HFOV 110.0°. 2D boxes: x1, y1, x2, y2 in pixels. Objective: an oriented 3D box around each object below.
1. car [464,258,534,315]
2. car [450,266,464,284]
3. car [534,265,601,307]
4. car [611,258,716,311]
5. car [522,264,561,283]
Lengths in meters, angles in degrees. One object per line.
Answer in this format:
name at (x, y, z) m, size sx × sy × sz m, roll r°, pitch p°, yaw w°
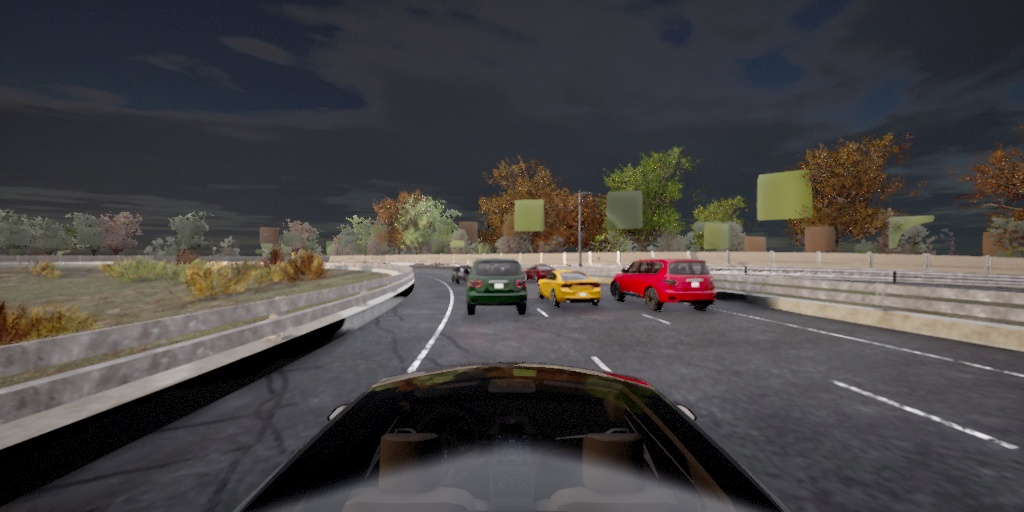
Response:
car at (-0.758, 1.111, 14.613) m, size 2.150 × 2.045 × 5.566 m, roll 0°, pitch 0°, yaw -7°
car at (-4.077, 1.583, 30.862) m, size 1.812 × 1.442 × 4.674 m, roll 0°, pitch 0°, yaw -16°
car at (2.486, 1.386, 16.690) m, size 1.882 × 1.535 × 5.008 m, roll 0°, pitch 0°, yaw -8°
car at (6.195, 1.120, 15.413) m, size 2.150 × 2.045 × 5.566 m, roll 0°, pitch 0°, yaw -7°
car at (2.597, 1.557, 32.971) m, size 1.882 × 1.535 × 5.008 m, roll 0°, pitch 0°, yaw -16°
